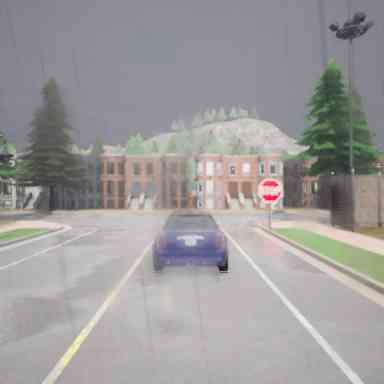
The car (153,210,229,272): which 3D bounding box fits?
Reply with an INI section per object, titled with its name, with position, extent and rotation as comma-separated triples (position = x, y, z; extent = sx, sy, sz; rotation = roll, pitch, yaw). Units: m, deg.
[car]
position = -0.037, 1.358, 10.949
extent = 2.097, 1.767, 4.553
rotation = 0, 0, 0
